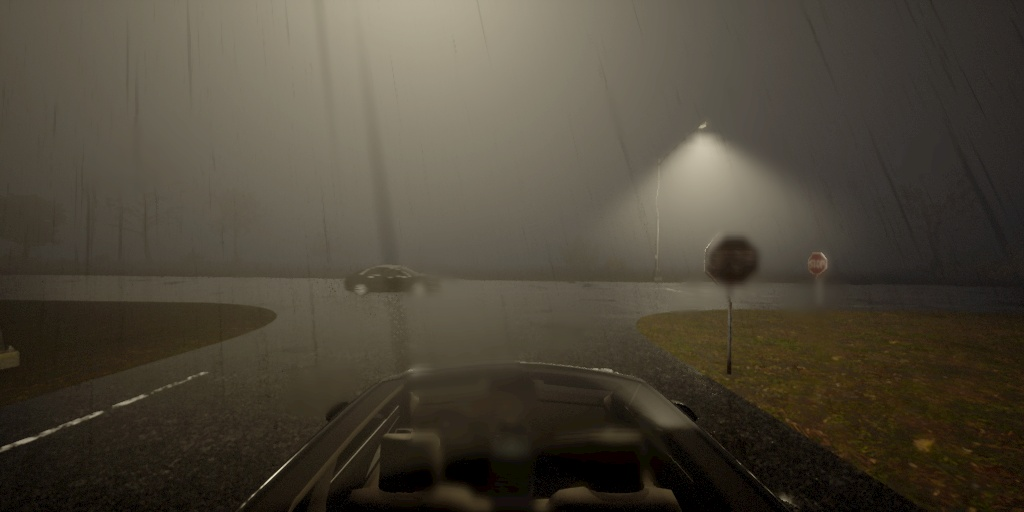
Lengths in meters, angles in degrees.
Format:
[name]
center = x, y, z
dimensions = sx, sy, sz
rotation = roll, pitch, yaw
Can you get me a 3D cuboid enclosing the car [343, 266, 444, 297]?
[car]
center = -5.910, 1.243, 18.190
dimensions = 4.892, 1.490, 1.837
rotation = 0, 0, 0
